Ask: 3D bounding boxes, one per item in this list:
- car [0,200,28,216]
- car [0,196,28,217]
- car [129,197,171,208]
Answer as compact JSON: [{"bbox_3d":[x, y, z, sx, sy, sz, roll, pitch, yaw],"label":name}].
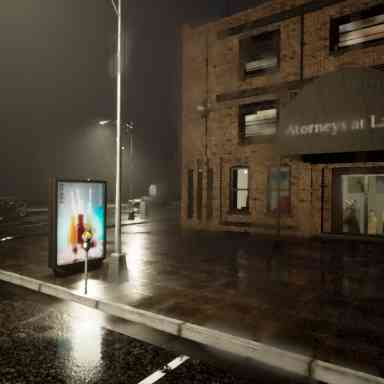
[{"bbox_3d":[-17.745,1.429,30.348,1.895,1.301,4.718,1,1,33],"label":"car"},{"bbox_3d":[-16.006,1.232,27.136,2.097,1.767,4.553,1,1,35],"label":"car"},{"bbox_3d":[-4.976,1.314,42.370,2.033,1.411,5.357,1,1,36],"label":"car"}]
